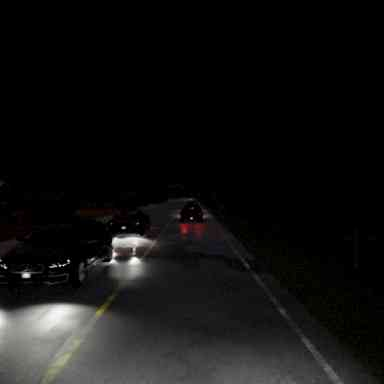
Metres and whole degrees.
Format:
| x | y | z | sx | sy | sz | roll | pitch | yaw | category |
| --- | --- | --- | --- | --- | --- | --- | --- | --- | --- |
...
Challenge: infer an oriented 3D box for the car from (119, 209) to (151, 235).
| x | y | z | sx | sy | sz | roll | pitch | yaw | category |
| --- | --- | --- | --- | --- | --- | --- | --- | --- | --- |
| -3.603 | 1.715 | 19.570 | 1.994 | 1.385 | 4.181 | 0 | 0 | 0 | car |

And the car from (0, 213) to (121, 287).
| x | y | z | sx | sy | sz | roll | pitch | yaw | category |
| --- | --- | --- | --- | --- | --- | --- | --- | --- | --- |
| -3.605 | 1.580 | 9.649 | 1.837 | 1.490 | 4.892 | 0 | 0 | 0 | car |

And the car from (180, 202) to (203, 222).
| x | y | z | sx | sy | sz | roll | pitch | yaw | category |
| --- | --- | --- | --- | --- | --- | --- | --- | --- | --- |
| -0.021 | 1.820 | 28.728 | 1.895 | 1.301 | 4.718 | 0 | 0 | 0 | car |

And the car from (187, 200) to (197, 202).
| x | y | z | sx | sy | sz | roll | pitch | yaw | category |
| --- | --- | --- | --- | --- | --- | --- | --- | --- | --- |
| -0.002 | 1.824 | 41.651 | 1.837 | 1.490 | 4.892 | 0 | 0 | 1 | car |
